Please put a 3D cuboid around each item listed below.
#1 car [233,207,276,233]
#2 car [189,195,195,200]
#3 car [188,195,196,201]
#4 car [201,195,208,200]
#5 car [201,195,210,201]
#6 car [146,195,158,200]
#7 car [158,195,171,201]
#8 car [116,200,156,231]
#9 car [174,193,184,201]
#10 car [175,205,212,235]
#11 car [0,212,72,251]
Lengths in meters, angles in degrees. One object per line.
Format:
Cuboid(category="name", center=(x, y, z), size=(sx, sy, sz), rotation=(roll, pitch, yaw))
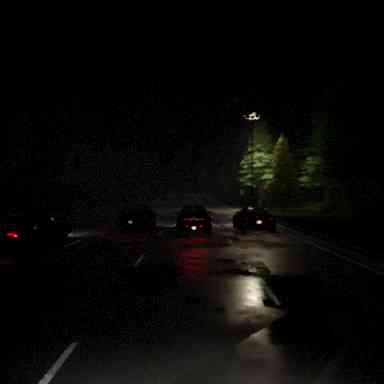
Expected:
Cuboid(category="car", center=(3.600, 1.593, 19.808), size=(1.994, 1.385, 4.181), rotation=(0, 0, 0))
Cuboid(category="car", center=(0.000, 1.640, 95.403), size=(1.895, 1.301, 4.718), rotation=(0, 0, 0))
Cuboid(category="car", center=(0.000, 1.709, 85.402), size=(1.895, 1.301, 4.718), rotation=(0, 0, 0))
Cuboid(category="car", center=(3.500, 1.597, 95.373), size=(1.994, 1.385, 4.181), rotation=(0, 0, 0))
Cuboid(category="car", center=(3.500, 1.710, 85.402), size=(1.895, 1.301, 4.718), rotation=(0, 0, 0))
Cuboid(category="car", center=(-10.500, 1.469, 85.759), size=(2.097, 1.767, 4.553), rotation=(0, 0, 0))
Cuboid(category="car", center=(-7.000, 1.638, 85.789), size=(1.812, 1.442, 4.674), rotation=(0, 0, 0))
Cuboid(category="car", center=(-3.399, 1.507, 20.796), size=(1.882, 1.535, 5.008), rotation=(0, 0, 0))
Cuboid(category="car", center=(-3.500, 1.674, 85.756), size=(1.994, 1.385, 4.181), rotation=(0, 0, 0))
Cuboid(category="car", center=(0.101, 1.534, 19.158), size=(1.837, 1.490, 4.892), rotation=(0, 0, 0))
Cuboid(category="car", center=(-6.900, 1.568, 14.142), size=(2.033, 1.411, 5.357), rotation=(0, 0, 0))
